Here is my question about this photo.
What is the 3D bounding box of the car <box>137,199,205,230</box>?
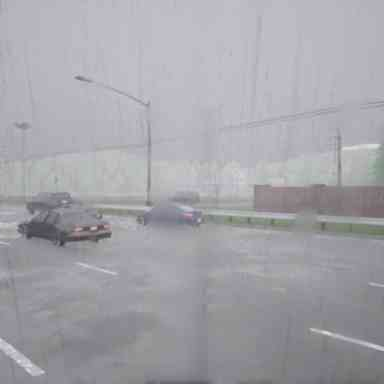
[{"bbox_3d":[-1.328,1.395,20.015,4.674,1.442,1.812,0,0,41],"label":"car"}]

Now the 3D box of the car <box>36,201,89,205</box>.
[{"bbox_3d":[-7.743,1.458,21.020,4.718,1.301,1.895,0,0,41],"label":"car"}]

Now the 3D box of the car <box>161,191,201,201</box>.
[{"bbox_3d":[-1.587,0.926,45.086,5.566,2.045,2.150,-1,1,-21],"label":"car"}]

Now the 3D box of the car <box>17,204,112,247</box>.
[{"bbox_3d":[-5.706,1.448,14.562,5.357,1.411,2.033,0,0,41],"label":"car"}]

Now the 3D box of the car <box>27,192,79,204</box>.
[{"bbox_3d":[-12.927,1.016,30.250,5.566,2.045,2.150,0,1,41],"label":"car"}]

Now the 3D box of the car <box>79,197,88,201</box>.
[{"bbox_3d":[-15.532,1.240,42.359,4.674,1.442,1.812,0,0,0],"label":"car"}]
